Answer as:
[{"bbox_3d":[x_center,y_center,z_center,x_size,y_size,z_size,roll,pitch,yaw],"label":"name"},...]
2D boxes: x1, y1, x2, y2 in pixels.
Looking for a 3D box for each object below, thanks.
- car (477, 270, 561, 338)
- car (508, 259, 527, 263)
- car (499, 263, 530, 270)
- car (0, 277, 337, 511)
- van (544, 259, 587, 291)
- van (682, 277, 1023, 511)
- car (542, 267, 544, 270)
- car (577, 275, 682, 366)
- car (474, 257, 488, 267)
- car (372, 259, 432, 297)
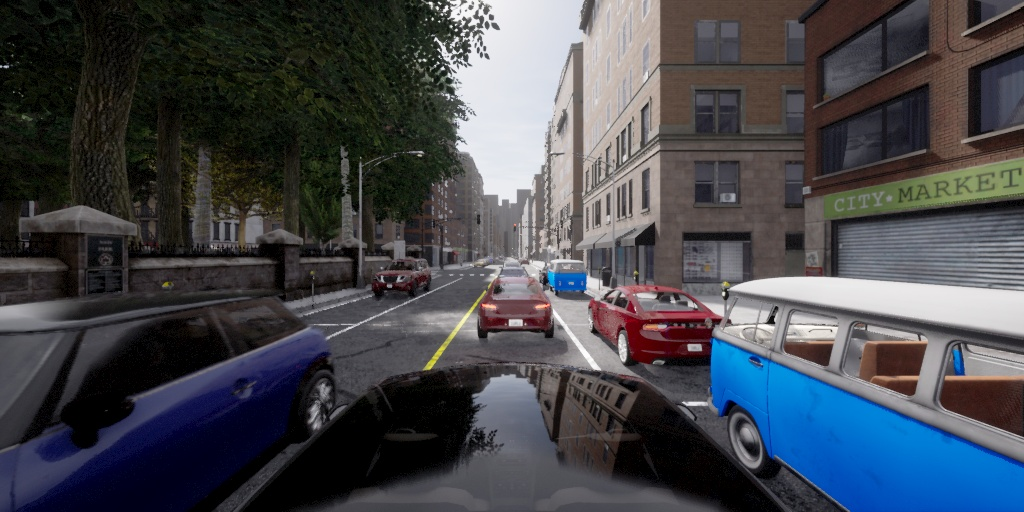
[{"bbox_3d":[0.095,1.275,10.032,1.812,1.442,4.674,0,0,0],"label":"car"},{"bbox_3d":[0.004,1.242,29.355,1.837,1.490,4.892,0,0,0],"label":"car"},{"bbox_3d":[0.097,1.292,19.611,2.033,1.411,5.357,0,0,1],"label":"car"},{"bbox_3d":[-3.100,1.102,2.280,2.097,1.767,4.553,0,0,0],"label":"car"},{"bbox_3d":[2.857,1.086,19.152,1.690,1.789,3.998,0,0,0],"label":"van"},{"bbox_3d":[2.856,1.091,2.170,1.690,1.789,3.998,0,0,0],"label":"van"},{"bbox_3d":[2.857,1.307,24.812,1.948,1.339,4.313,0,0,0],"label":"car"},{"bbox_3d":[2.857,1.294,7.831,1.888,1.381,4.507,0,0,0],"label":"car"},{"bbox_3d":[-5.667,1.230,62.631,1.751,1.417,4.829,0,0,0],"label":"car"},{"bbox_3d":[-5.668,1.060,19.112,2.192,1.841,5.009,0,0,0],"label":"car"}]
